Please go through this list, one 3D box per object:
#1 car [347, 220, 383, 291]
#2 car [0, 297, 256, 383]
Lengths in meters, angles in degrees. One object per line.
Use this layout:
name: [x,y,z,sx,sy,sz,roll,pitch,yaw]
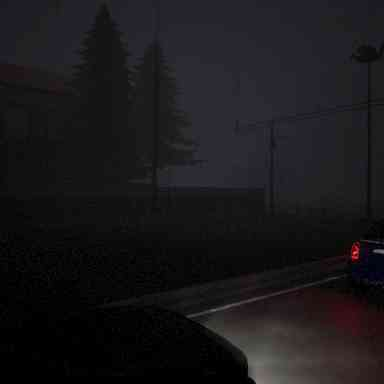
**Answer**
car: [5.698,1.352,7.818,4.553,1.767,2.097,0,0,-35]
car: [-2.001,1.547,2.299,5.357,1.411,2.033,0,0,-36]
